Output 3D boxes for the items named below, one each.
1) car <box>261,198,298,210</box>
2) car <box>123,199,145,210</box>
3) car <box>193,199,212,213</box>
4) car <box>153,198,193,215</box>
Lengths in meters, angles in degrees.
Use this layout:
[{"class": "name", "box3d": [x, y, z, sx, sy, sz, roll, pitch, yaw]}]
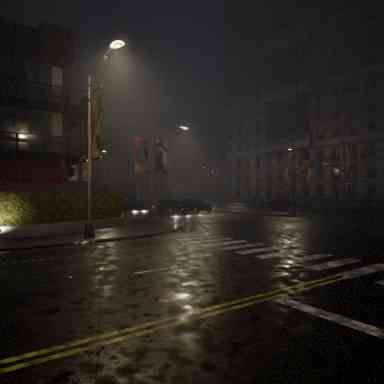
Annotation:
[{"class": "car", "box3d": [11.000, 1.477, 42.161, 1.882, 1.535, 5.008, 0, 0, -35]}, {"class": "car", "box3d": [-7.570, 1.564, 42.251, 1.994, 1.385, 4.181, 0, 0, -35]}, {"class": "car", "box3d": [0.228, 1.478, 37.165, 1.882, 1.535, 5.008, 0, 0, -35]}, {"class": "car", "box3d": [-2.295, 1.505, 34.663, 1.837, 1.490, 4.892, 0, 0, -35]}]
